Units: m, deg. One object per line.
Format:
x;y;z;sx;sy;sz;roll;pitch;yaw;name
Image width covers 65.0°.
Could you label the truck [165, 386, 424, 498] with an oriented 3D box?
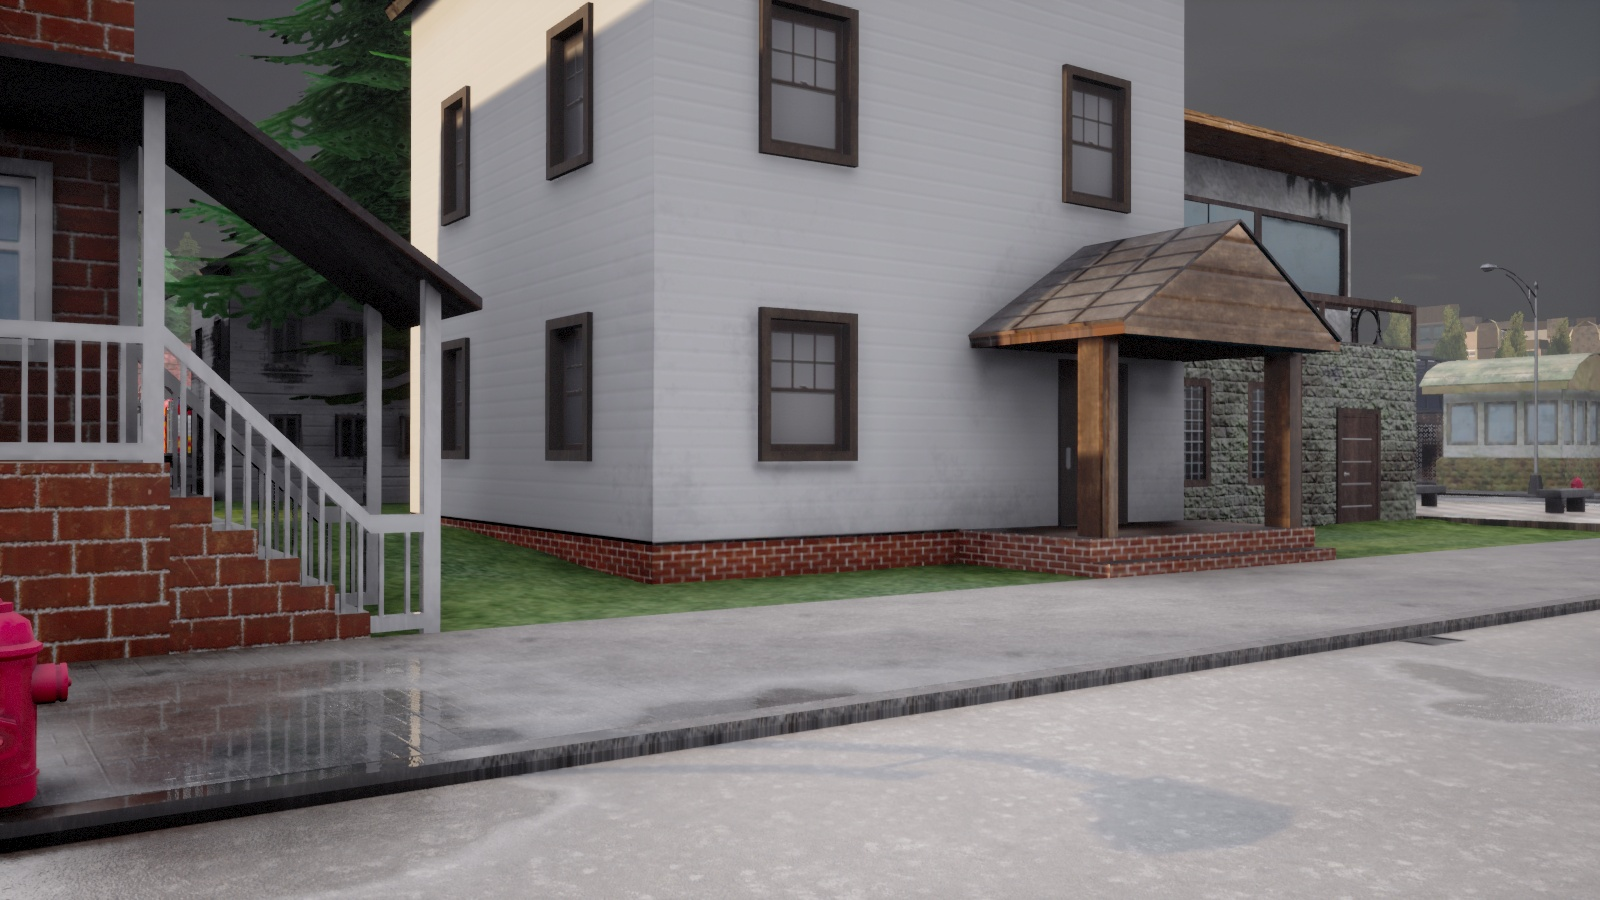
-18.604;-0.266;46.530;8.468;3.827;2.891;0;0;-35;truck
